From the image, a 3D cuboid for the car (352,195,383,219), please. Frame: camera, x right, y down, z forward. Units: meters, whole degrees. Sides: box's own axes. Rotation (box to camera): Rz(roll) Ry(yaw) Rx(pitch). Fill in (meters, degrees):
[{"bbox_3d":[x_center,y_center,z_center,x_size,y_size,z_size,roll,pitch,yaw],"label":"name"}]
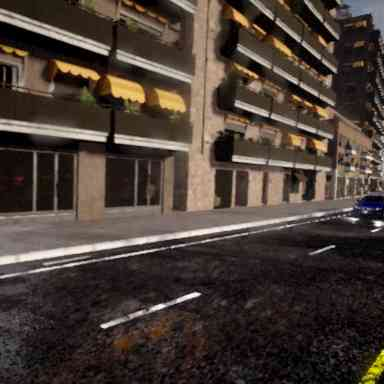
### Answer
[{"bbox_3d":[12.639,0.982,23.090,1.812,1.442,4.674,5,4,40],"label":"car"}]
